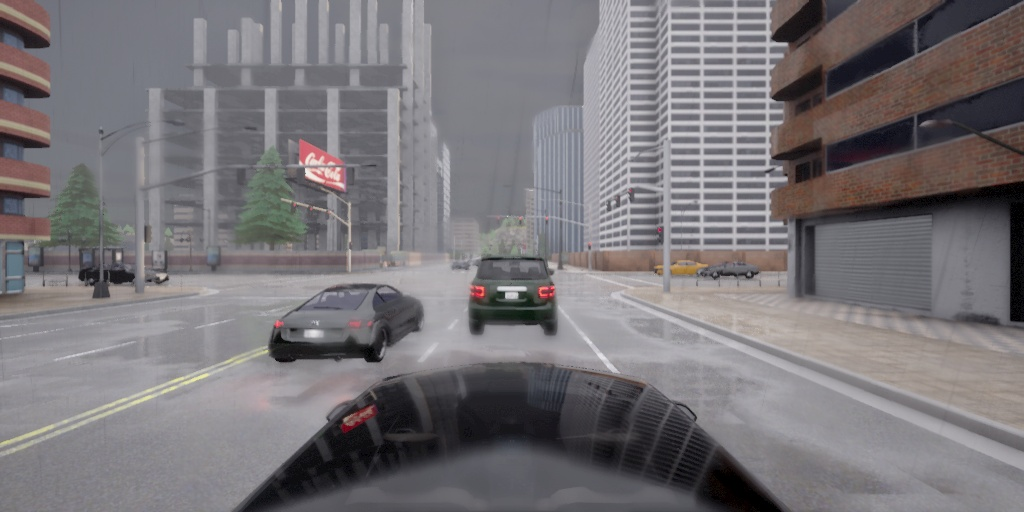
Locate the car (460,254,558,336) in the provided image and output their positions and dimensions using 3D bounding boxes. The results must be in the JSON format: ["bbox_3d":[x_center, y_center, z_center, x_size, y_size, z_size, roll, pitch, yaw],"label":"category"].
[{"bbox_3d":[0.102,0.962,10.542,2.150,2.045,5.566,0,0,2],"label":"car"}]

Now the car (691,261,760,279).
[{"bbox_3d":[18.782,1.209,31.244,4.902,1.511,2.128,0,0,0],"label":"car"}]

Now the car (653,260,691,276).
[{"bbox_3d":[16.305,1.191,34.746,5.008,1.535,1.882,0,0,0],"label":"car"}]

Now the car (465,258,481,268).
[{"bbox_3d":[-6.724,1.175,61.951,2.128,1.511,4.902,0,0,1],"label":"car"}]

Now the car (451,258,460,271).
[{"bbox_3d":[-6.830,1.264,47.674,1.994,1.385,4.181,0,0,0],"label":"car"}]

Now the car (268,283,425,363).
[{"bbox_3d":[-3.375,1.307,8.156,1.994,1.385,4.181,0,0,0],"label":"car"}]

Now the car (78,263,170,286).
[{"bbox_3d":[-25.911,1.217,24.061,4.902,1.511,2.128,0,0,0],"label":"car"}]
